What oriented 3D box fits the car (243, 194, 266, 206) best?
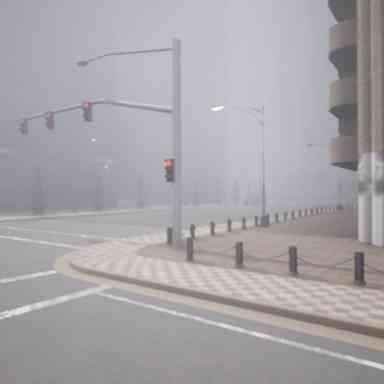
[{"bbox_3d":[10.767,1.335,56.859,2.150,2.045,5.566,0,-1,36],"label":"car"}]
